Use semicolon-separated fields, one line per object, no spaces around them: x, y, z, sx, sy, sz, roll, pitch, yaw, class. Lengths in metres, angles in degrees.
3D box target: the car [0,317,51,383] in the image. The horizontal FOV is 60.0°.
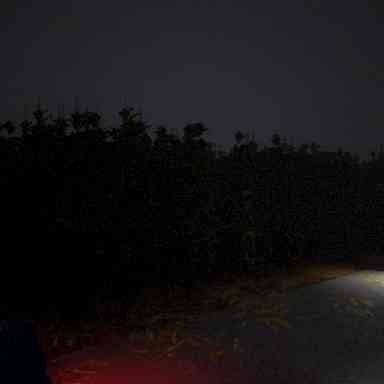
-3.183;1.481;1.222;5.008;1.535;1.882;0;0;-36;car
